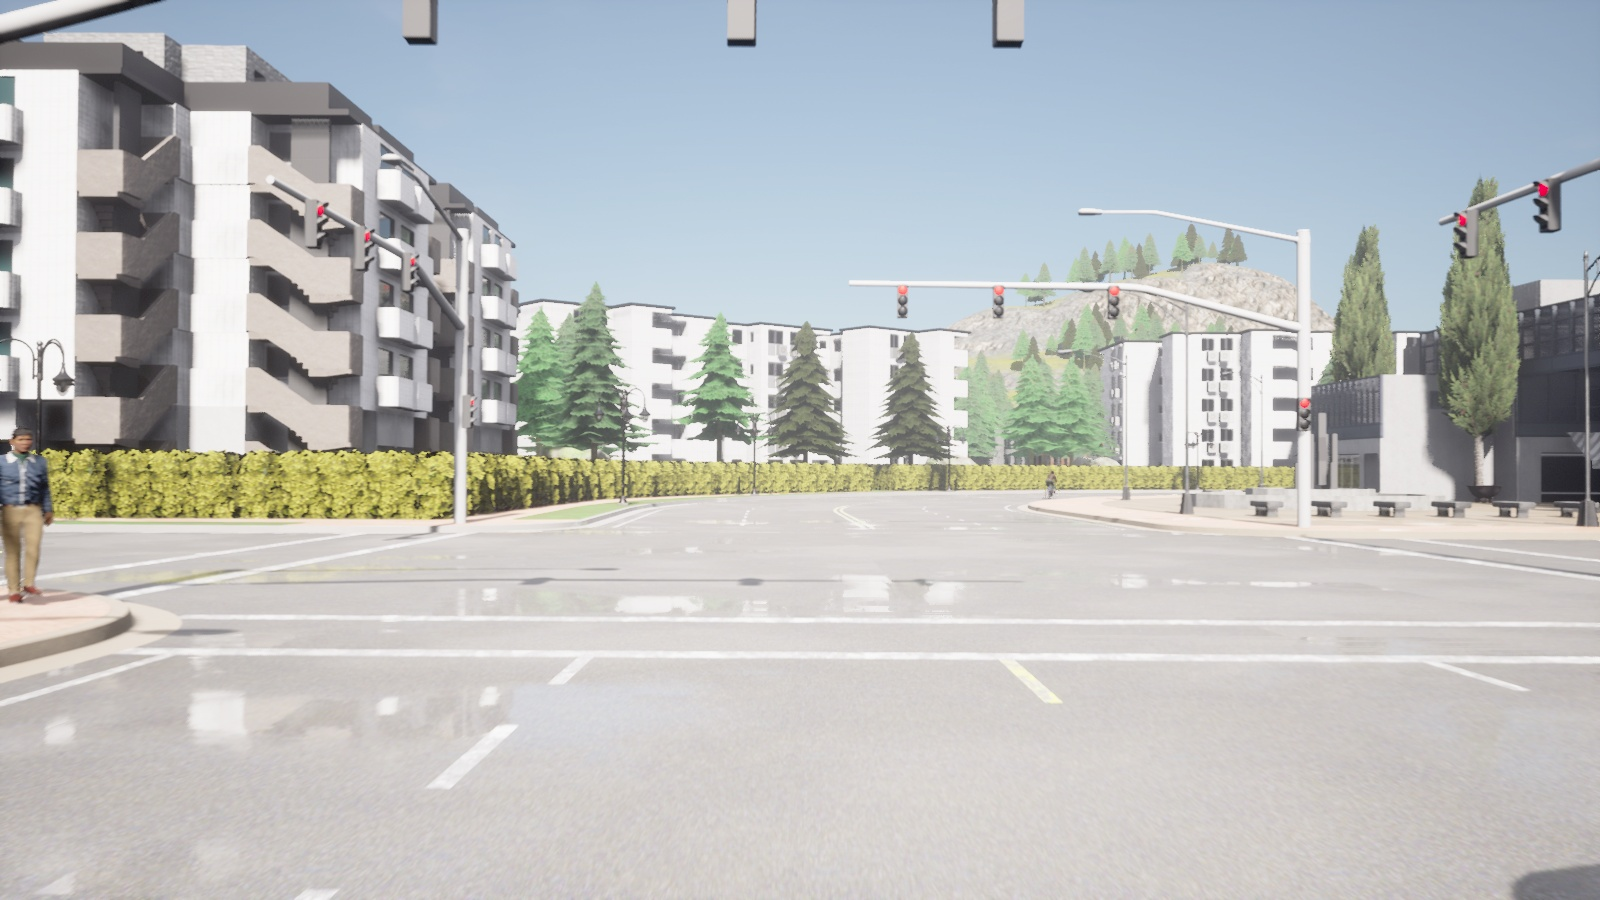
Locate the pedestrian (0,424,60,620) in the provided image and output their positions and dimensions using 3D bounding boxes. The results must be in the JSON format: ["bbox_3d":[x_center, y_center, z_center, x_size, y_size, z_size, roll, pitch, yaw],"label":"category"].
[{"bbox_3d":[-7.931,0.721,12.912,0.423,1.949,0.788,1,-1,-40],"label":"pedestrian"}]

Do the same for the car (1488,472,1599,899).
[{"bbox_3d":[3.495,0.790,1.963,2.128,1.511,4.902,0,-1,0],"label":"car"}]
